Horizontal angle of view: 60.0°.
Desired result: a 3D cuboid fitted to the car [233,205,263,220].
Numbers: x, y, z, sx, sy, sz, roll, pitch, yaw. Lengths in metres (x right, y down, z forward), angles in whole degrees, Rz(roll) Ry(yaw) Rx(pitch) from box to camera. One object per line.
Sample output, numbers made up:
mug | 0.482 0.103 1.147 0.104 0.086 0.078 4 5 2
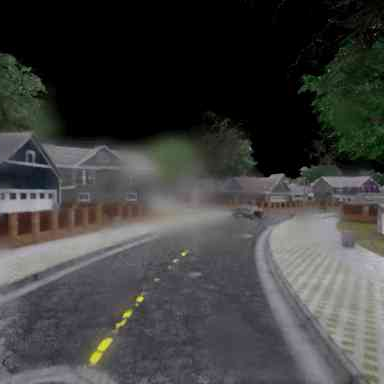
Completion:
car | 6.138 2.134 35.622 2.033 1.411 5.357 0 -1 28
